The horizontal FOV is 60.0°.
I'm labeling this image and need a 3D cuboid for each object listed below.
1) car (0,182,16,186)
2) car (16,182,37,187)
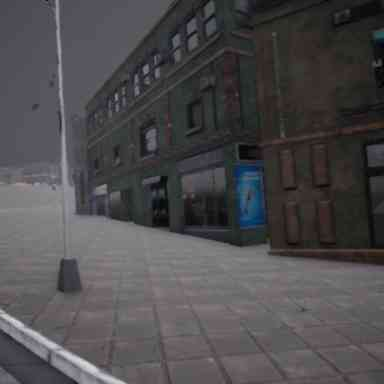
[{"bbox_3d":[-45.129,-1.633,78.540,2.002,1.452,4.674,-6,-4,29],"label":"car"},{"bbox_3d":[-42.531,-1.576,83.442,2.097,1.535,5.008,-6,-4,28],"label":"car"}]
